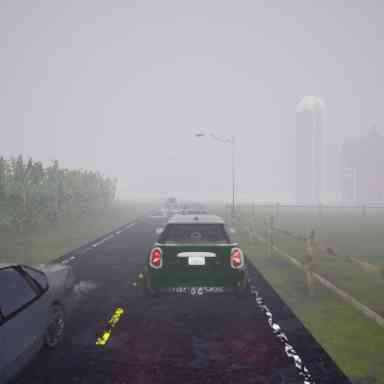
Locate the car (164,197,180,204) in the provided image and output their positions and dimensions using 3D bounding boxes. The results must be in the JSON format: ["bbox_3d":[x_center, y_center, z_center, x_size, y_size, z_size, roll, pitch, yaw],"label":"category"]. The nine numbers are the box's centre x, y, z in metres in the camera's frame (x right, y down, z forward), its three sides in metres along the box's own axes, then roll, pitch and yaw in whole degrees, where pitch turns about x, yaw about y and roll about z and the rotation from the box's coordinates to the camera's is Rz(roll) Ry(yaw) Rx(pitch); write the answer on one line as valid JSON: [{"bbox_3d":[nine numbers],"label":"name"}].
[{"bbox_3d":[-2.717,1.450,45.668,1.837,1.490,4.892,0,0,0],"label":"car"}]

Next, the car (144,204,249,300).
[{"bbox_3d":[0.100,1.354,8.536,2.097,1.767,4.553,0,0,0],"label":"car"}]

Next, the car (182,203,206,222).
[{"bbox_3d":[0.125,1.613,27.710,1.895,1.301,4.718,0,0,-1],"label":"car"}]

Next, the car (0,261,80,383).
[{"bbox_3d":[-2.841,1.548,3.430,2.033,1.411,5.357,0,0,0],"label":"car"}]
